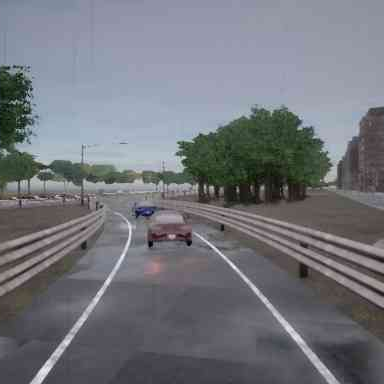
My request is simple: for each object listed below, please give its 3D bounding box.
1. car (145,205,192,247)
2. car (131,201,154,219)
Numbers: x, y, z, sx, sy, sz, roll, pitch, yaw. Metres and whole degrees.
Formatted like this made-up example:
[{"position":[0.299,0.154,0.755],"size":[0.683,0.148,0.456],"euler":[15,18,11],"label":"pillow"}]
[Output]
[{"position":[-1.105,1.553,15.099],"size":[1.812,1.442,4.674],"euler":[0,0,-8],"label":"car"},{"position":[-4.388,1.546,30.230],"size":[1.882,1.535,5.008],"euler":[0,0,-16],"label":"car"}]
